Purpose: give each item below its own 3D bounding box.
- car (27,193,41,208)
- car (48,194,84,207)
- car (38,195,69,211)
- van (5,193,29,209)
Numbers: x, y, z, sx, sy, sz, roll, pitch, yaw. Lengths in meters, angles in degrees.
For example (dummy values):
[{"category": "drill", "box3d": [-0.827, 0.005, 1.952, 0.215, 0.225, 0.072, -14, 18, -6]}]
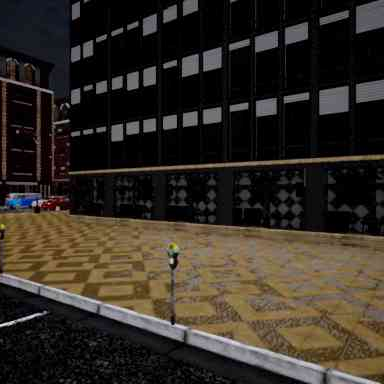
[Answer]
[{"category": "car", "box3d": [-16.780, 1.214, 39.904, 1.812, 1.442, 4.674, 0, 1, 35]}, {"category": "car", "box3d": [-16.751, 1.079, 44.230, 1.967, 1.590, 4.097, 1, 1, 35]}, {"category": "car", "box3d": [-13.512, 1.269, 35.105, 1.887, 1.381, 4.507, 1, 1, 35]}, {"category": "van", "box3d": [-19.988, 1.050, 39.590, 1.690, 1.788, 3.998, 1, 1, 35]}]
